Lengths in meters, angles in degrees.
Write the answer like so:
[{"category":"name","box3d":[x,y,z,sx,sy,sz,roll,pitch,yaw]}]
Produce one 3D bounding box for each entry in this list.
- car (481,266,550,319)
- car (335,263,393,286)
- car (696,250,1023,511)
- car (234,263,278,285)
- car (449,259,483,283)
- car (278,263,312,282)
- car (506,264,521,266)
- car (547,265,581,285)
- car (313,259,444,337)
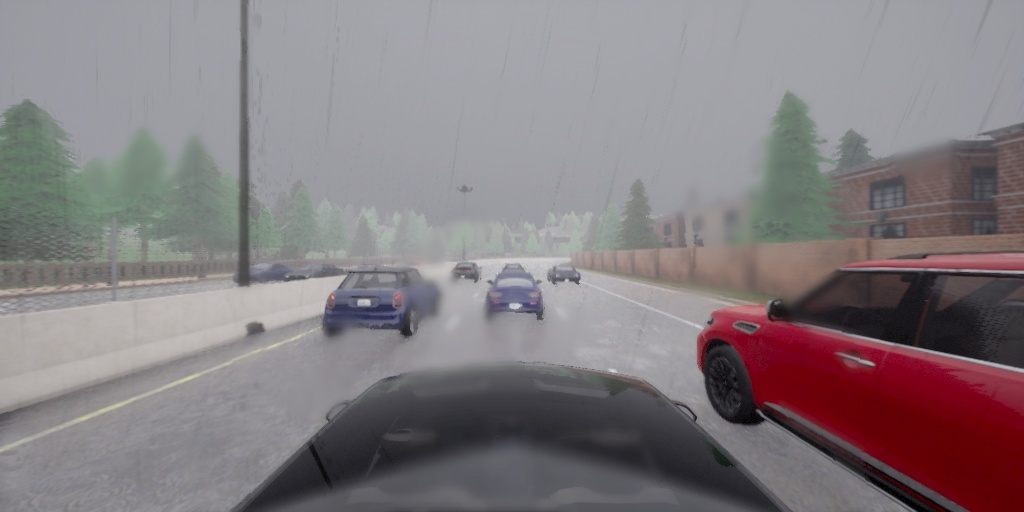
[{"category":"car","box3d":[0.090,1.259,12.534,1.812,1.442,4.674,0,0,0]},{"category":"car","box3d":[-10.585,1.256,26.127,2.033,1.411,5.357,0,0,0]},{"category":"car","box3d":[3.583,0.973,2.552,2.150,2.045,5.566,0,0,0]},{"category":"car","box3d":[-17.583,1.233,25.782,1.812,1.442,4.674,0,0,0]},{"category":"car","box3d":[-3.388,1.214,27.484,1.837,1.490,4.892,0,0,0]},{"category":"car","box3d":[-14.085,1.255,26.060,2.033,1.411,5.357,0,0,0]},{"category":"car","box3d":[0.112,1.273,27.994,1.994,1.385,4.181,0,0,0]},{"category":"car","box3d":[3.611,1.315,25.786,1.895,1.301,4.718,0,0,0]},{"category":"car","box3d":[-3.400,1.087,10.372,2.097,1.767,4.553,0,0,0]}]
